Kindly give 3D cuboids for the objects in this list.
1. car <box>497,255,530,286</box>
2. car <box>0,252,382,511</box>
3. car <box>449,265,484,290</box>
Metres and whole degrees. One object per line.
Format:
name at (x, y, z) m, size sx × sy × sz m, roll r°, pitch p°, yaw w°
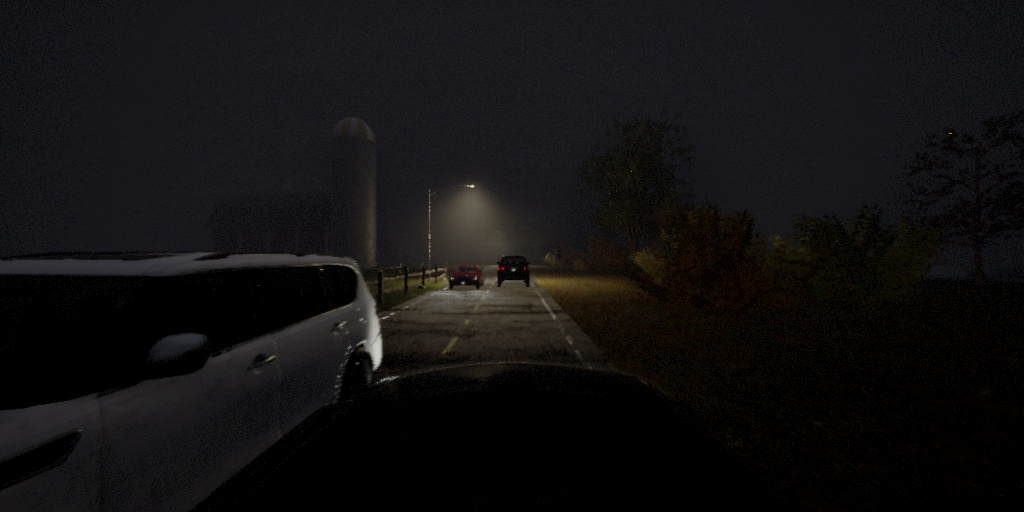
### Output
car at (0.108, 0.982, 25.336) m, size 2.150 × 2.045 × 5.566 m, roll 0°, pitch 0°, yaw 0°
car at (-2.841, 0.972, 2.690) m, size 2.150 × 2.045 × 5.566 m, roll 0°, pitch 0°, yaw 0°
car at (-2.800, 1.282, 22.894) m, size 1.812 × 1.442 × 4.674 m, roll 0°, pitch 0°, yaw 0°
